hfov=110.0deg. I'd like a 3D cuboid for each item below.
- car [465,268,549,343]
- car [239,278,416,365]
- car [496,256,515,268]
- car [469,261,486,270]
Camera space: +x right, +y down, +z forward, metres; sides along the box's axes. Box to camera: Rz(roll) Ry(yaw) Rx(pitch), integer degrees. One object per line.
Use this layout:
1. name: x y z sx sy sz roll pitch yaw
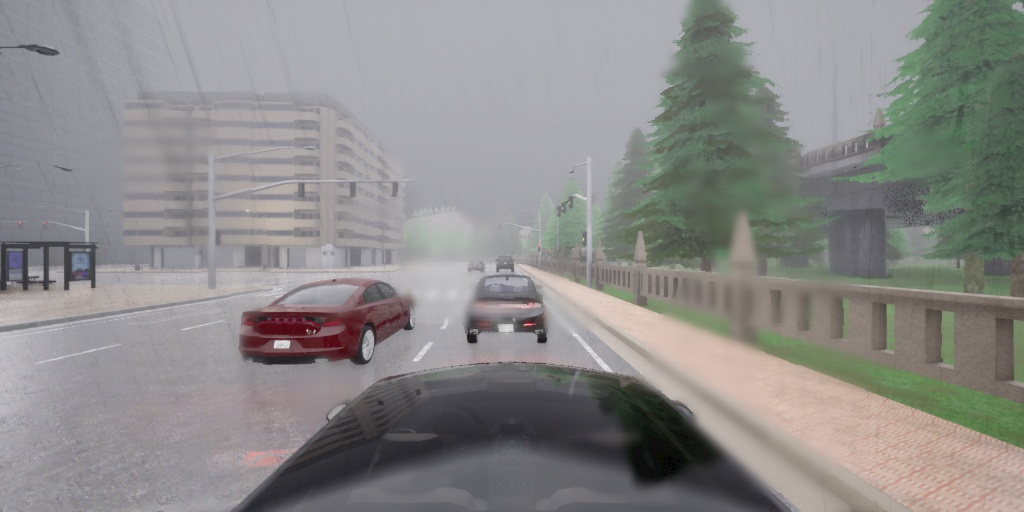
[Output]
1. car: -0.128 1.242 9.631 2.128 1.511 4.902 0 0 -1
2. car: -3.596 1.228 8.069 1.882 1.535 5.008 0 0 0
3. car: -0.867 0.972 45.322 2.150 2.045 5.566 0 0 -1
4. car: -4.370 1.298 45.015 2.033 1.411 5.357 0 0 -1
